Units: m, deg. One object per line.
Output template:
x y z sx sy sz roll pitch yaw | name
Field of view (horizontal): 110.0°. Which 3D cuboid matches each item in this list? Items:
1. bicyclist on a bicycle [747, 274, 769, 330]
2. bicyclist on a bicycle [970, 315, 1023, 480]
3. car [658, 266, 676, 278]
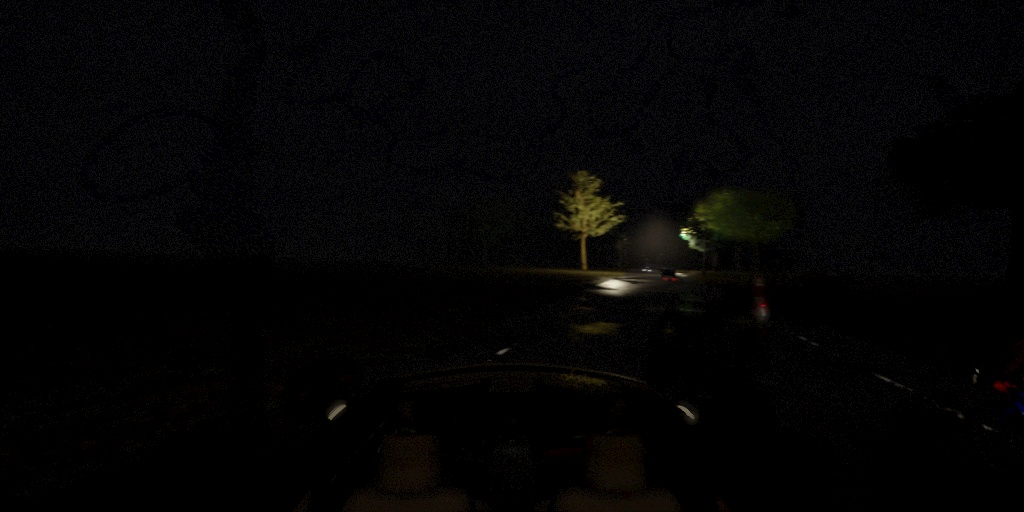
8.030 1.475 11.793 0.659 1.776 1.843 1 -1 21 | bicyclist on a bicycle
4.648 1.348 3.098 0.582 1.620 1.656 1 -1 21 | bicyclist on a bicycle
23.177 2.391 53.140 2.128 1.511 4.902 1 0 21 | car
